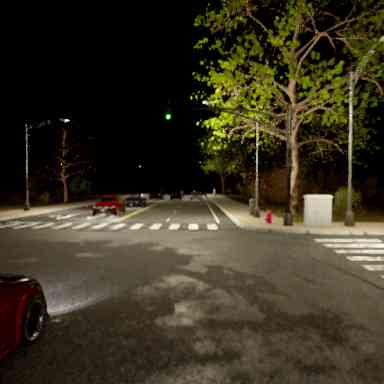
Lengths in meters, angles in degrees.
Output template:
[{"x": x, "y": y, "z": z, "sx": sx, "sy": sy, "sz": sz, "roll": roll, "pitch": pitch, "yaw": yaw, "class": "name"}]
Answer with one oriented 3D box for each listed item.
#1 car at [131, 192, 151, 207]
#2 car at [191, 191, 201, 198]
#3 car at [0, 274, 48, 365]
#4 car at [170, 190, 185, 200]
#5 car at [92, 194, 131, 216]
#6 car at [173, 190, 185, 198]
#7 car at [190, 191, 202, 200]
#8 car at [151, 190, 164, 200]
[{"x": -6.276, "y": 0.906, "z": 37.253, "sx": 2.033, "sy": 1.411, "sz": 5.357, "roll": 0, "pitch": 1, "yaw": 1, "class": "car"}, {"x": 0.812, "y": 0.477, "z": 65.409, "sx": 1.994, "sy": 1.385, "sz": 4.181, "roll": 0, "pitch": 1, "yaw": 1, "class": "car"}, {"x": -3.190, "y": 1.506, "z": 3.417, "sx": 1.994, "sy": 1.385, "sz": 4.181, "roll": 0, "pitch": 2, "yaw": 0, "class": "car"}, {"x": -2.624, "y": 0.627, "z": 55.051, "sx": 2.033, "sy": 1.411, "sz": 5.357, "roll": 0, "pitch": 1, "yaw": 1, "class": "car"}, {"x": -6.476, "y": 1.049, "z": 26.587, "sx": 1.812, "sy": 1.442, "sz": 4.674, "roll": 0, "pitch": 1, "yaw": 1, "class": "car"}, {"x": -2.437, "y": 0.401, "z": 65.466, "sx": 2.128, "sy": 1.511, "sz": 4.902, "roll": 0, "pitch": 1, "yaw": 1, "class": "car"}, {"x": 0.632, "y": 0.677, "z": 55.406, "sx": 1.895, "sy": 1.301, "sz": 4.718, "roll": 0, "pitch": 1, "yaw": 1, "class": "car"}, {"x": -5.891, "y": 0.423, "z": 55.561, "sx": 2.097, "sy": 1.767, "sz": 4.553, "roll": 0, "pitch": 1, "yaw": 2, "class": "car"}]
